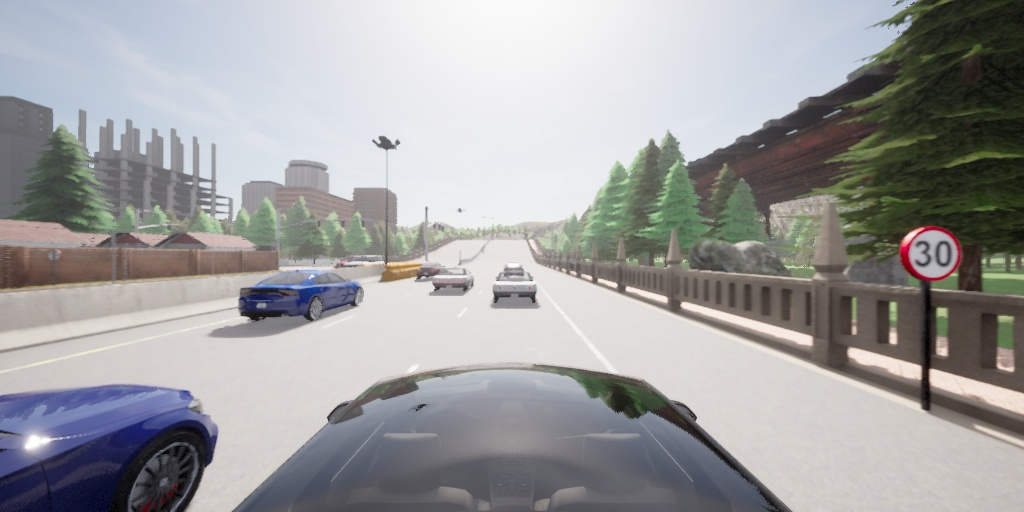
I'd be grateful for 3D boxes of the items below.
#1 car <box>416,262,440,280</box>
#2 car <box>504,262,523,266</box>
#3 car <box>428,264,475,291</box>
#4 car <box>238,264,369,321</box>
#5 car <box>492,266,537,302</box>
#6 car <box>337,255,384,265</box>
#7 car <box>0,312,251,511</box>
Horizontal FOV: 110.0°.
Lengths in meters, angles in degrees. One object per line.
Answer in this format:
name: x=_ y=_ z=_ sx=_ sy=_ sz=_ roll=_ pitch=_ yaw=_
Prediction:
car: x=-6.861 y=1.249 z=30.888 sx=1.812 sy=1.442 sz=4.674 roll=0 pitch=0 yaw=0
car: x=0.145 y=1.287 z=34.181 sx=1.994 sy=1.385 sz=4.181 roll=0 pitch=0 yaw=0
car: x=-3.376 y=1.333 z=21.505 sx=1.895 sy=1.301 sz=4.718 roll=0 pitch=0 yaw=0
car: x=-6.890 y=1.216 z=12.346 sx=1.882 sy=1.535 sz=5.008 roll=0 pitch=0 yaw=0
car: x=0.117 y=1.338 z=16.947 sx=1.895 sy=1.301 sz=4.718 roll=0 pitch=0 yaw=0
car: x=-14.035 y=0.938 z=34.093 sx=2.150 sy=2.045 sz=5.566 roll=0 pitch=0 yaw=0
car: x=-3.424 y=1.275 z=1.075 sx=1.812 sy=1.442 sz=4.674 roll=0 pitch=0 yaw=0
